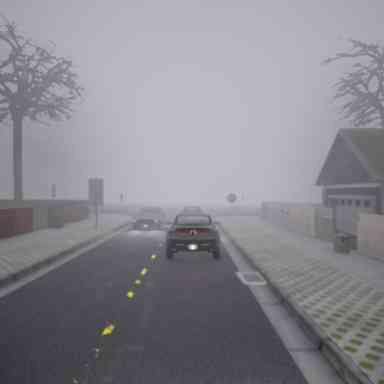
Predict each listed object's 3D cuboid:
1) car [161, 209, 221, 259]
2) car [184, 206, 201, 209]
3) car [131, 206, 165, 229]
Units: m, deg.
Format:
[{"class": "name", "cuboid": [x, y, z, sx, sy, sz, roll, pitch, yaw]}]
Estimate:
[{"class": "car", "cuboid": [0.056, 1.570, 12.955, 1.837, 1.490, 4.892, 0, -2, 1]}, {"class": "car", "cuboid": [0.030, 1.702, 23.919, 1.994, 1.385, 4.181, 0, 0, 0]}, {"class": "car", "cuboid": [-2.796, 1.679, 22.796, 2.033, 1.411, 5.357, 0, 0, 1]}]
